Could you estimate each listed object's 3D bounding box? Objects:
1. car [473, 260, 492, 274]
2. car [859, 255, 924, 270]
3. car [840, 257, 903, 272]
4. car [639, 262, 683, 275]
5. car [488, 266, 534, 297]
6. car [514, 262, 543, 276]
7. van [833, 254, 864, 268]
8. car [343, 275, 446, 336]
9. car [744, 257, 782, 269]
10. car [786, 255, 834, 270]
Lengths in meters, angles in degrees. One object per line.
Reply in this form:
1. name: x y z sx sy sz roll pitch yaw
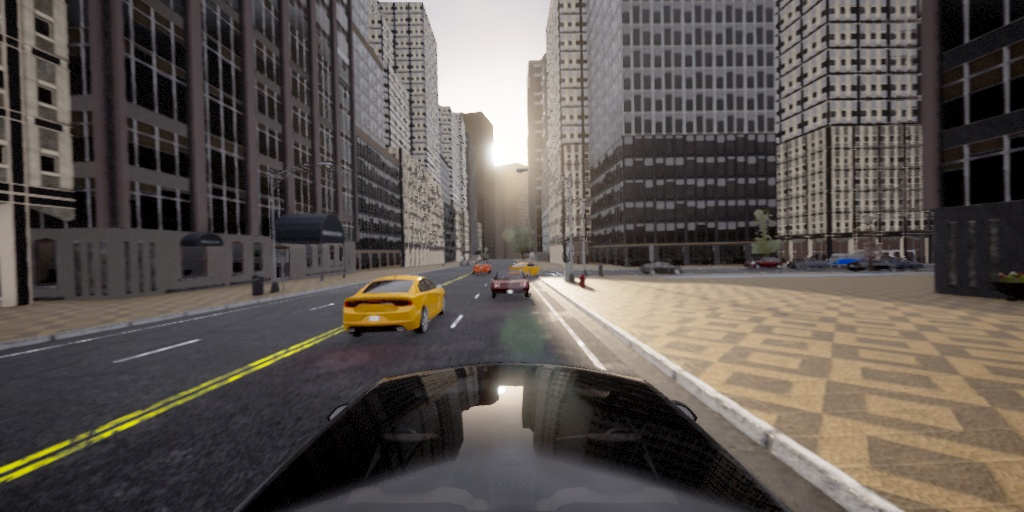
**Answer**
1. car: -3.578 1.265 43.983 2.097 1.767 4.553 -1 1 -1
2. car: 43.394 0.905 40.841 5.357 1.411 2.033 -1 1 0
3. car: 38.127 1.027 38.077 4.313 1.339 1.948 0 0 -1
4. car: 15.569 1.297 37.453 4.403 1.370 2.007 0 0 -1
5. car: -0.093 1.386 18.940 1.895 1.301 4.718 -1 0 0
6. car: 1.464 1.382 36.774 1.882 1.535 5.008 -3 -1 26
7. van: 43.589 0.615 46.579 3.998 1.789 1.690 0 0 -1
8. car: -3.265 1.319 10.904 1.882 1.535 5.008 -1 0 -1
9. car: 32.310 0.856 46.331 4.097 1.591 1.967 0 0 -1
10. car: 36.053 0.970 43.764 4.181 1.385 1.994 -1 1 -1
